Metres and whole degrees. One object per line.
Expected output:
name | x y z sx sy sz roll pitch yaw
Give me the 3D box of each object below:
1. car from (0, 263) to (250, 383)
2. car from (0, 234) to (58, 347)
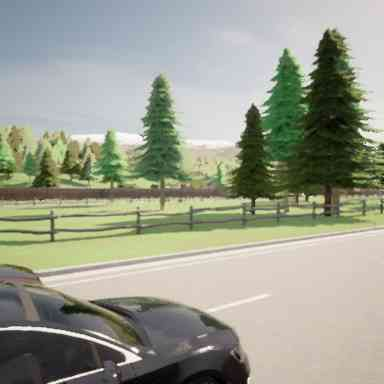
car | -1.678 1.505 2.550 4.892 1.490 1.837 0 0 -36
car | -4.424 1.567 4.891 4.181 1.385 1.994 0 0 -36
